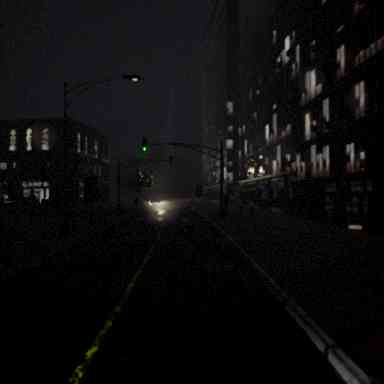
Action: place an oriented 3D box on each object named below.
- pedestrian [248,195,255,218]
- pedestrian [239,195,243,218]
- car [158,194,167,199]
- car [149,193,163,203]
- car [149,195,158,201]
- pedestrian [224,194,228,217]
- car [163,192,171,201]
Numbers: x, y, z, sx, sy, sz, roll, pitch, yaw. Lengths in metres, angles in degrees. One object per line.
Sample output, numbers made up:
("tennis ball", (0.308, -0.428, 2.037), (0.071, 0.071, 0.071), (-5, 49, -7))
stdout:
("pedestrian", (4.766, 1.114, 26.428), (0.375, 1.860, 0.375), (1, -1, -3))
("pedestrian", (3.799, 1.103, 25.777), (0.375, 1.860, 0.375), (1, -1, -3))
("car", (-7.800, 1.174, 86.992), (1.812, 1.442, 4.674), (0, 0, -11))
("car", (-6.958, 1.348, 63.384), (1.882, 1.535, 5.008), (0, 0, -7))
("car", (-9.153, 1.417, 78.523), (1.895, 1.301, 4.718), (0, 0, -9))
("pedestrian", (2.737, 1.095, 26.922), (0.375, 1.860, 0.375), (1, -1, -3))
("car", (-6.082, 1.060, 76.751), (2.150, 2.045, 5.566), (0, 0, -9))
